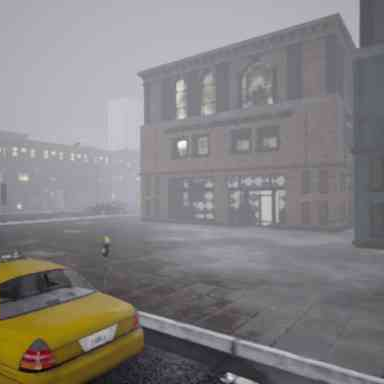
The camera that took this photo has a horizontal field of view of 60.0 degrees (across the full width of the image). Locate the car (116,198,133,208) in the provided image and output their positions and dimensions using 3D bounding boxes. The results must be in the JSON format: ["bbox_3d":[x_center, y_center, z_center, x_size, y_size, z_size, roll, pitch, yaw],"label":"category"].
[{"bbox_3d":[-11.195,1.913,47.136,1.837,1.490,4.892,0,-1,35],"label":"car"}]

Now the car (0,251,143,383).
[{"bbox_3d":[-2.885,1.561,4.933,4.829,1.417,1.752,0,0,35],"label":"car"}]

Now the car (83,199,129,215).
[{"bbox_3d":[-9.940,1.883,38.780,1.887,1.381,4.507,-1,-1,35],"label":"car"}]

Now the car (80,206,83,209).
[{"bbox_3d":[-13.762,1.947,48.009,1.752,1.417,4.829,-1,-1,35],"label":"car"}]

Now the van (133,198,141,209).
[{"bbox_3d":[-10.489,1.792,52.671,1.690,1.788,3.998,-1,-1,35],"label":"van"}]

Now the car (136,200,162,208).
[{"bbox_3d":[-7.310,2.030,57.190,2.008,1.369,4.403,-1,-1,35],"label":"car"}]
